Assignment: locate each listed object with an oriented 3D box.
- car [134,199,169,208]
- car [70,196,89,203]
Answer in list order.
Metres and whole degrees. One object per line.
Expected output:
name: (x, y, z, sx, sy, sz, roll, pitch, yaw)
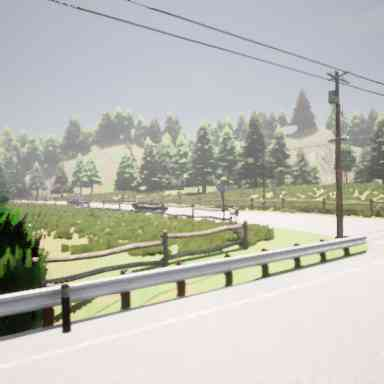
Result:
car: (-4.322, 1.414, 35.328, 1.895, 1.301, 4.718, -3, 2, -38)
car: (-17.550, 1.386, 51.738, 1.812, 1.442, 4.674, -3, 1, -41)
